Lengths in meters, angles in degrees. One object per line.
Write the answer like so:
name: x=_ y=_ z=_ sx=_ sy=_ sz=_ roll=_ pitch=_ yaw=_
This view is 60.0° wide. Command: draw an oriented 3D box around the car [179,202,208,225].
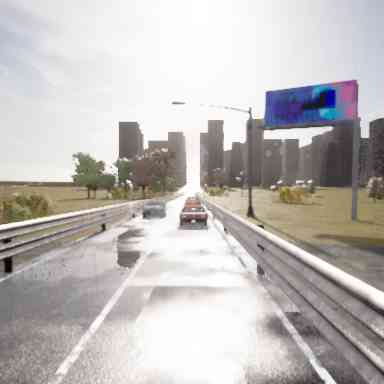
car: x=0.099 y=1.592 z=23.634 sx=1.895 sy=1.301 sz=4.718 roll=0 pitch=0 yaw=0

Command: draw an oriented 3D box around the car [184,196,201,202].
car: x=0.099 y=1.337 z=42.038 sx=2.097 sy=1.767 sz=4.553 roll=0 pitch=0 yaw=0

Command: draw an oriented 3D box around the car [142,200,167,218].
car: x=-3.276 y=1.497 z=29.873 sx=1.837 sy=1.490 sz=4.892 roll=0 pitch=-1 yaw=0
